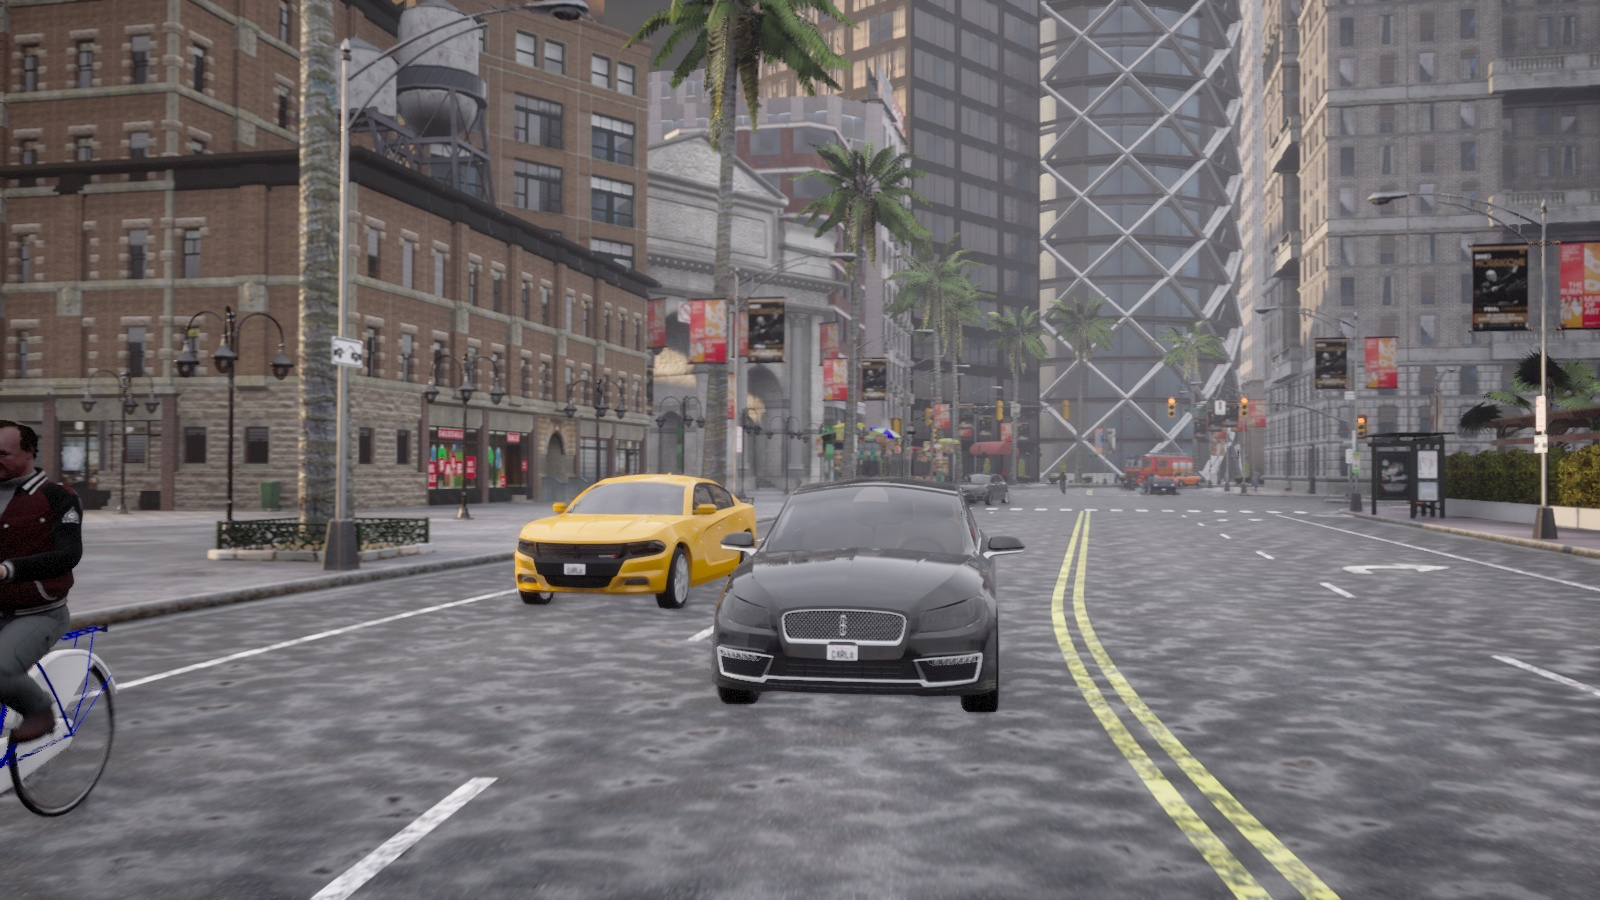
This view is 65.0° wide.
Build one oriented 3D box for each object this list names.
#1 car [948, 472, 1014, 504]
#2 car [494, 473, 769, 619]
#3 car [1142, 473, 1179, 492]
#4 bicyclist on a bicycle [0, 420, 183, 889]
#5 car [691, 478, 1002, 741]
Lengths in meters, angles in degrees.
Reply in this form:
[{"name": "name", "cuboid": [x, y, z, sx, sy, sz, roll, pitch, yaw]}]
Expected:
[{"name": "car", "cuboid": [8.735, 1.801, 60.324, 1.837, 1.490, 4.892, -1, -1, 25]}, {"name": "car", "cuboid": [-1.897, 1.066, 15.946, 1.882, 1.535, 5.008, 0, -1, 12]}, {"name": "car", "cuboid": [26.699, 2.387, 93.083, 1.895, 1.301, 4.718, 0, -1, 6]}, {"name": "bicyclist on a bicycle", "cuboid": [-3.337, 0.781, 5.076, 0.659, 1.776, 1.843, 0, -1, 4]}, {"name": "car", "cuboid": [0.618, 0.982, 9.813, 1.837, 1.490, 4.892, 0, -1, 9]}]
